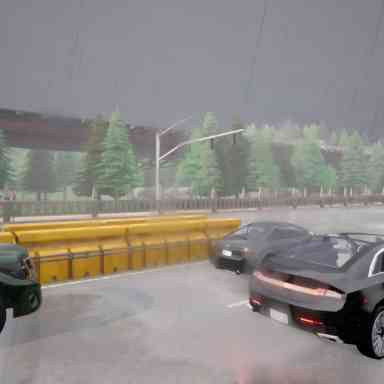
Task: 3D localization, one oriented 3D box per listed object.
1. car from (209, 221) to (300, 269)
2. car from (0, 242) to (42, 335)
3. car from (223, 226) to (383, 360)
[{"bbox_3d":[2.547,1.564,9.846,4.181,1.385,1.994,0,0,-36],"label":"car"},{"bbox_3d":[-5.079,1.221,4.429,5.566,2.045,2.150,0,0,-35],"label":"car"},{"bbox_3d":[3.157,1.492,5.985,4.902,1.511,2.128,0,0,-36],"label":"car"}]
